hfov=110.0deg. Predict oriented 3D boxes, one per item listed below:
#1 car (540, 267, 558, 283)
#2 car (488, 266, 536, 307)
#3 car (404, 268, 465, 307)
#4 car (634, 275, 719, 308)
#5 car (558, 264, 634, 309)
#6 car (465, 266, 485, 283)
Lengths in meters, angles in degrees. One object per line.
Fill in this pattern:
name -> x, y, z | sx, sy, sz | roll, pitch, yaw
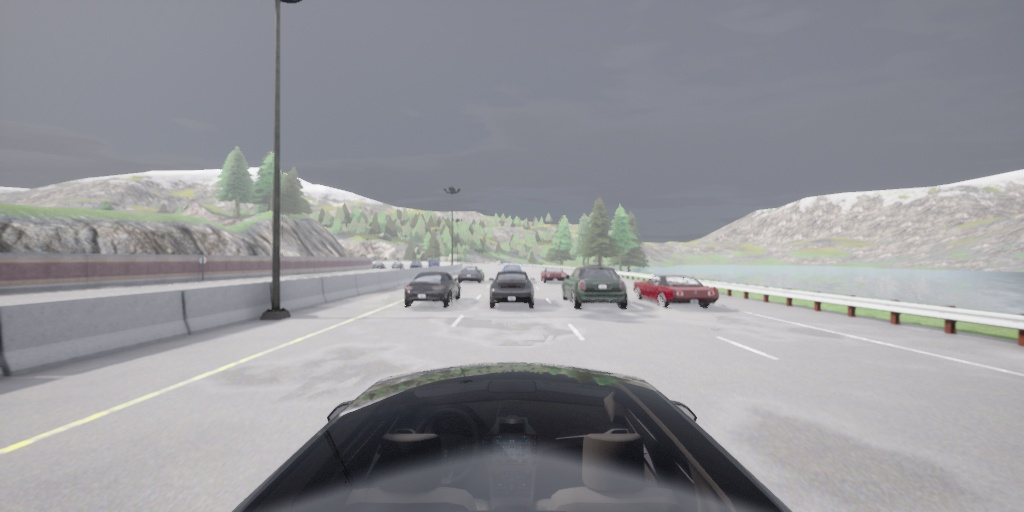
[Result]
car -> 3.496, 1.626, 30.957 | 1.895, 1.301, 4.718 | 0, 0, 0
car -> 0.002, 1.394, 16.168 | 1.837, 1.490, 4.892 | 0, 0, 0
car -> -3.497, 1.412, 16.230 | 1.812, 1.442, 4.674 | 0, 0, 0
car -> 6.999, 1.485, 15.958 | 1.895, 1.301, 4.718 | 0, 0, 0
car -> 3.500, 1.234, 15.934 | 2.097, 1.767, 4.553 | 0, -1, 0
car -> -3.501, 1.591, 31.124 | 1.994, 1.385, 4.181 | 0, 0, 0
